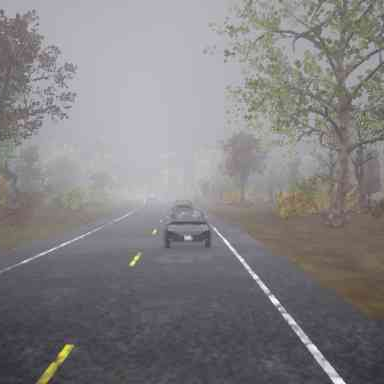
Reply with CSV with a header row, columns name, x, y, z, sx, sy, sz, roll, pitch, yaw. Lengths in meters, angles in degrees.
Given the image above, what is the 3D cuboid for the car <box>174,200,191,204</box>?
name,x,y,z,sx,sy,sz,roll,pitch,yaw
car,-0.849,1.488,29.740,1.837,1.490,4.892,0,0,-3

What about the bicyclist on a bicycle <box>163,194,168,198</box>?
name,x,y,z,sx,sy,sz,roll,pitch,yaw
bicyclist on a bicycle,-6.804,1.174,90.348,0.866,1.612,1.509,0,0,-10

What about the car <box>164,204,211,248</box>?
name,x,y,z,sx,sy,sz,roll,pitch,yaw
car,-0.212,1.486,14.705,2.128,1.511,4.902,0,0,-2

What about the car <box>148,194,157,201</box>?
name,x,y,z,sx,sy,sz,roll,pitch,yaw
car,-9.067,1.296,76.229,1.812,1.442,4.674,0,0,-8
